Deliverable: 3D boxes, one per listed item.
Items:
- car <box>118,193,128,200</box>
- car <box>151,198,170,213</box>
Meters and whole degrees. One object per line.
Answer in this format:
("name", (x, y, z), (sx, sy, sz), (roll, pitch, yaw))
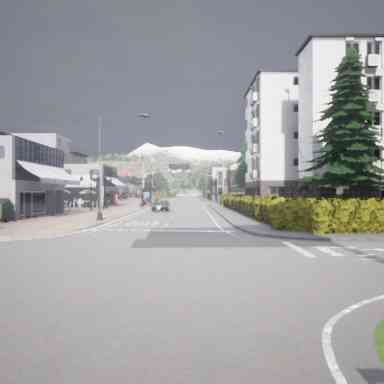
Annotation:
("car", (-18.998, 1.482, 91.583), (2.007, 1.523, 4.514), (0, 0, 0))
("car", (-3.532, 1.489, 37.874), (2.128, 1.511, 4.902), (0, 0, 0))
